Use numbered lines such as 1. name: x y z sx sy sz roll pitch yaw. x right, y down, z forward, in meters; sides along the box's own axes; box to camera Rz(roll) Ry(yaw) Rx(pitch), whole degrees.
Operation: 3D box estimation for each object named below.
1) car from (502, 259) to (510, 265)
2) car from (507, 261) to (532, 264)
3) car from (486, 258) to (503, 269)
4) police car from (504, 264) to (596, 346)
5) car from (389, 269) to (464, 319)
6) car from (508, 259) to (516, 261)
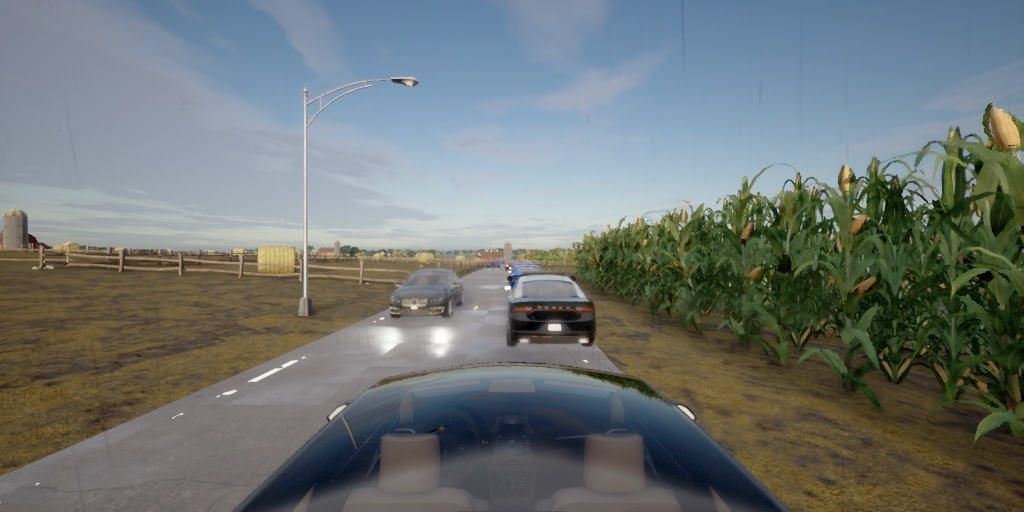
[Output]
1. car: 0.026 1.295 47.739 1.895 1.301 4.718 0 0 0
2. car: 0.822 1.213 19.387 1.882 1.535 5.008 0 0 0
3. car: -2.853 1.263 54.664 1.994 1.385 4.181 0 0 0
4. police car: 0.823 1.171 9.496 1.930 1.638 5.238 0 0 0
5. car: -2.852 1.248 12.868 1.837 1.490 4.892 0 0 0
6. car: 0.817 1.201 25.386 1.882 1.535 5.008 0 0 0
